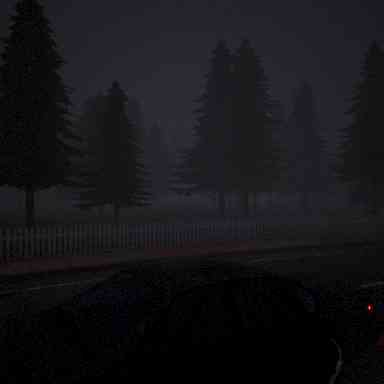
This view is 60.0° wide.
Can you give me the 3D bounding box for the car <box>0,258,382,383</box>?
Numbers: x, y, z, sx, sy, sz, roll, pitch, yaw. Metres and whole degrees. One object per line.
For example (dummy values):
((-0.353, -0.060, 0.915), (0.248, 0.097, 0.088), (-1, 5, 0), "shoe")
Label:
((-0.103, 1.549, 3.739), (5.357, 1.411, 2.033), (0, 0, -32), "car")
